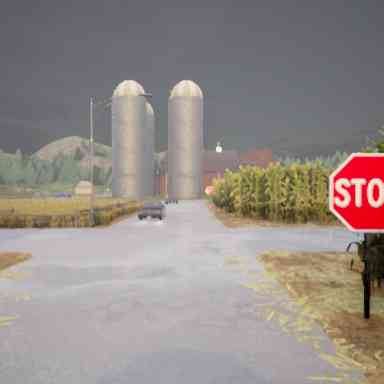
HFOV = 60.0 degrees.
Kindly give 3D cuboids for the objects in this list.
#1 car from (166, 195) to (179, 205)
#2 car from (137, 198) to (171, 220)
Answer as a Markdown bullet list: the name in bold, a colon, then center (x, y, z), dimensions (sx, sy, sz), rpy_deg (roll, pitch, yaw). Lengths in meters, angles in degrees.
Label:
- **car**: center (-3.114, 1.224, 51.764), dimensions (1.994, 1.385, 4.181), rpy_deg (0, 0, 0)
- **car**: center (-3.111, 1.462, 26.829), dimensions (2.033, 1.411, 5.357), rpy_deg (0, 0, 0)
